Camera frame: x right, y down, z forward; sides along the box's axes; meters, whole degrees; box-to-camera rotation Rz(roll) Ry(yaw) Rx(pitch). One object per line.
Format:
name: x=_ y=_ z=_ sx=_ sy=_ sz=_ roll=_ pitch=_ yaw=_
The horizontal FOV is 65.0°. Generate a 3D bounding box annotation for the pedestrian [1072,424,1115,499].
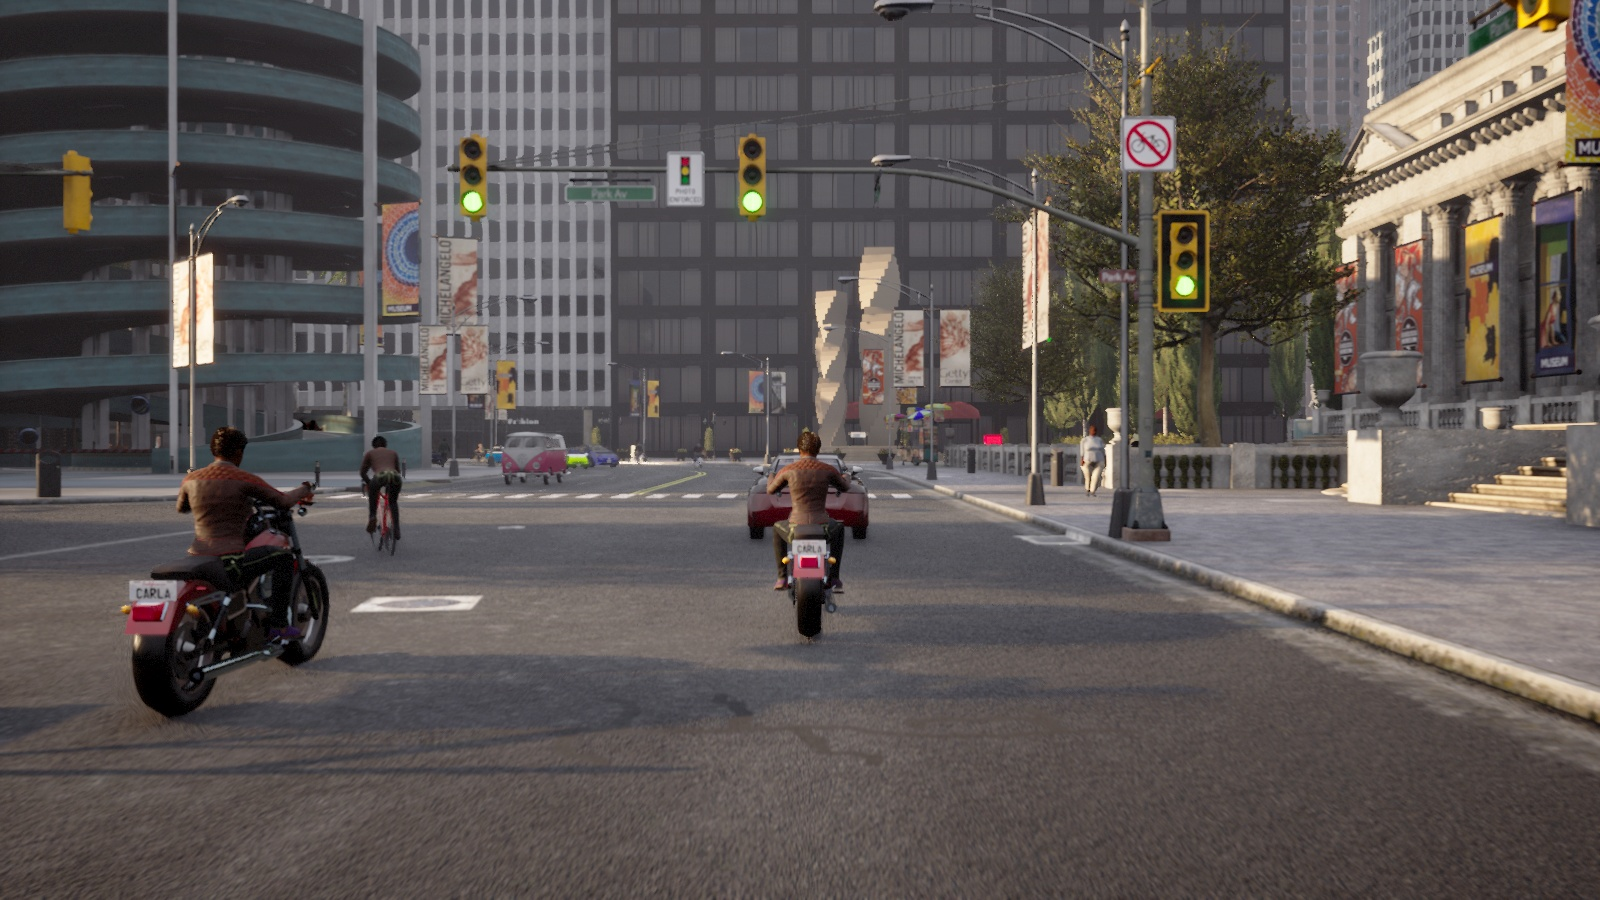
pedestrian: x=7.366 y=0.283 z=31.527 sx=0.874 sy=1.855 sz=0.900 roll=0 pitch=0 yaw=1

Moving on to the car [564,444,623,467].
car: x=-13.820 y=0.346 z=83.882 sx=2.007 sy=1.525 sz=4.514 roll=0 pitch=0 yaw=-38

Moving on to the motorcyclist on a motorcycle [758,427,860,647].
motorcyclist on a motorcycle: x=0.076 y=0.655 z=10.615 sx=0.766 sy=1.649 sz=2.350 roll=0 pitch=0 yaw=0

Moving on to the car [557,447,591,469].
car: x=-13.921 y=0.481 z=77.203 sx=1.481 sy=1.376 sz=2.207 roll=0 pitch=0 yaw=-28

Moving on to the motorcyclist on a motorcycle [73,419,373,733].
motorcyclist on a motorcycle: x=-3.440 y=0.663 z=7.787 sx=0.766 sy=1.649 sz=2.350 roll=0 pitch=0 yaw=0

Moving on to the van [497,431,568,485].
van: x=-10.215 y=0.298 z=48.262 sx=1.775 sy=1.987 sz=4.442 roll=0 pitch=0 yaw=0

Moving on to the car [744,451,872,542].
car: x=0.138 y=0.724 z=21.588 sx=1.994 sy=1.385 sz=4.181 roll=0 pitch=0 yaw=0

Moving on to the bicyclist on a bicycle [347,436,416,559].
bicyclist on a bicycle: x=-5.810 y=0.625 z=17.388 sx=0.582 sy=1.620 sz=1.656 roll=-1 pitch=0 yaw=-29

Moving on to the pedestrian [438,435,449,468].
pedestrian: x=-21.250 y=0.086 z=74.883 sx=0.423 sy=1.949 sz=0.788 roll=0 pitch=0 yaw=0
